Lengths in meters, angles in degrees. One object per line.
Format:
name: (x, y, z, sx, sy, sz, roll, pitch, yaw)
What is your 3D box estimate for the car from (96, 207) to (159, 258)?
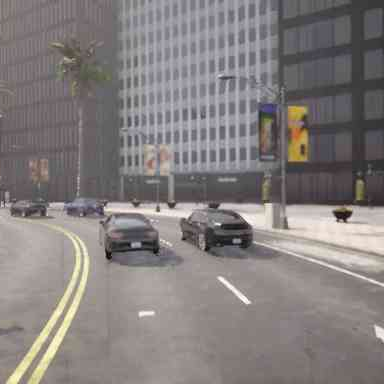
car: (-2.478, 1.492, 12.620, 1.812, 1.442, 4.674, 0, 0, -18)

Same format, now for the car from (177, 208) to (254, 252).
car: (0.786, 1.435, 13.728, 1.837, 1.490, 4.892, 0, 0, -18)

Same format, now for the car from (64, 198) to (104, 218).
car: (-9.942, 1.310, 30.459, 2.097, 1.767, 4.553, -1, 0, -44)

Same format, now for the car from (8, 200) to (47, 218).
car: (-15.176, 1.514, 30.550, 4.892, 1.490, 1.837, 0, 0, 40)
